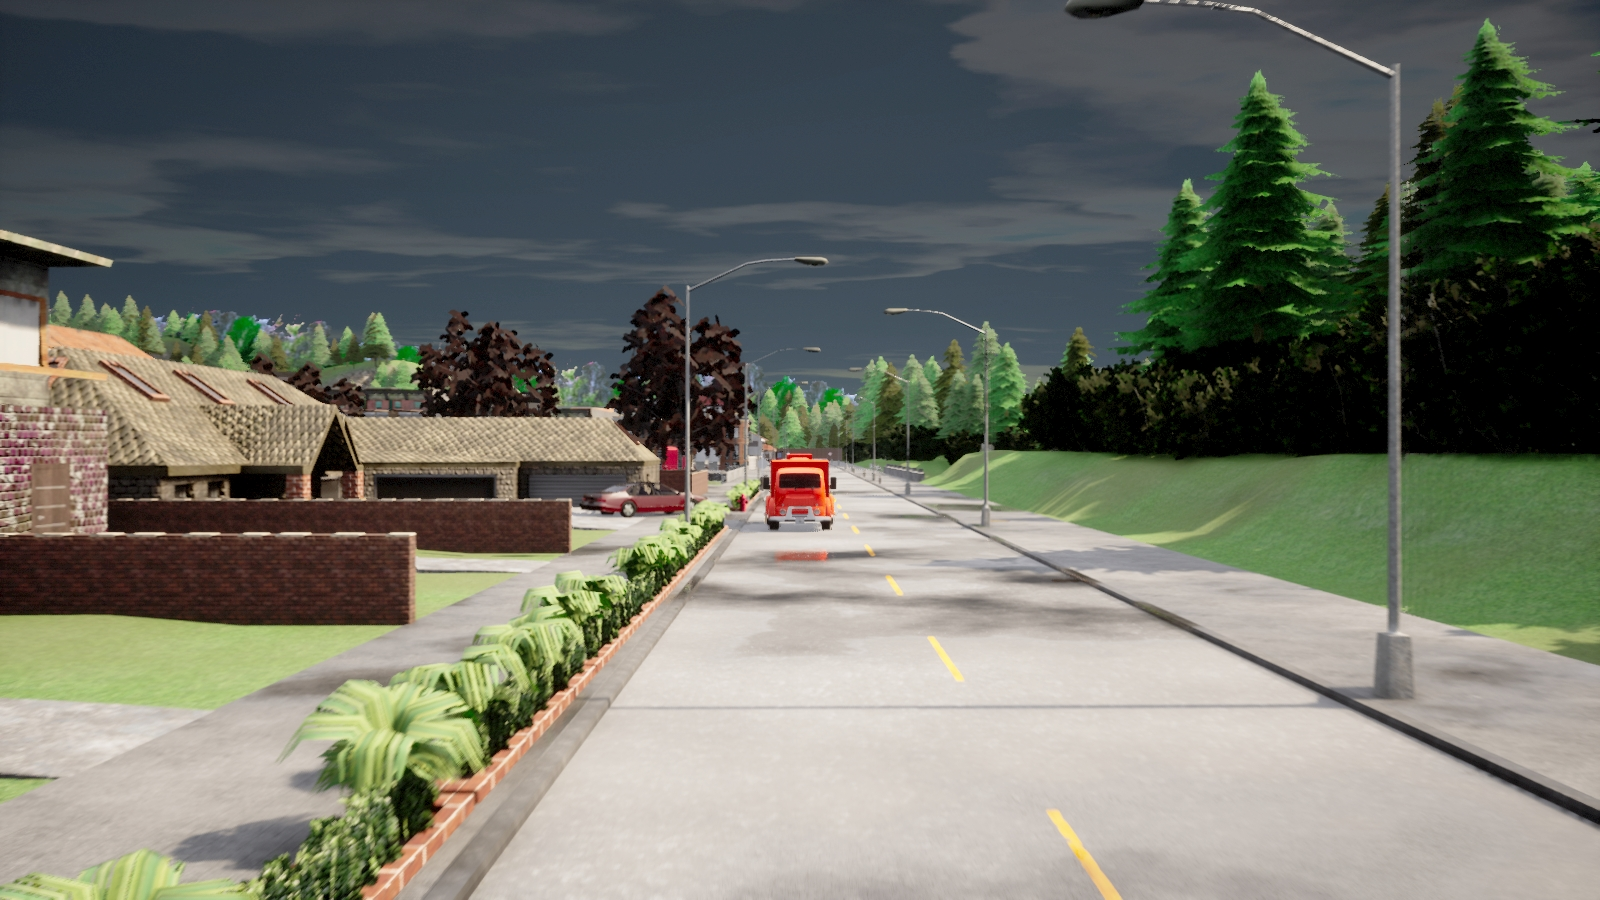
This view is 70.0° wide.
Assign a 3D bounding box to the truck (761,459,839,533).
[{"bbox_3d":[-0.005,1.568,41.098,2.627,2.467,5.204,0,0,0],"label":"truck"}]
